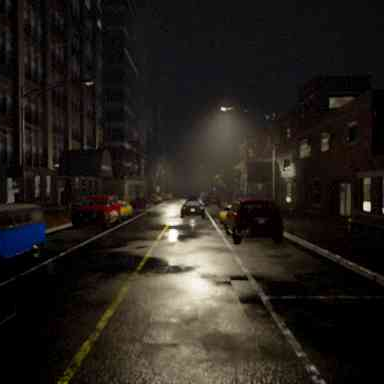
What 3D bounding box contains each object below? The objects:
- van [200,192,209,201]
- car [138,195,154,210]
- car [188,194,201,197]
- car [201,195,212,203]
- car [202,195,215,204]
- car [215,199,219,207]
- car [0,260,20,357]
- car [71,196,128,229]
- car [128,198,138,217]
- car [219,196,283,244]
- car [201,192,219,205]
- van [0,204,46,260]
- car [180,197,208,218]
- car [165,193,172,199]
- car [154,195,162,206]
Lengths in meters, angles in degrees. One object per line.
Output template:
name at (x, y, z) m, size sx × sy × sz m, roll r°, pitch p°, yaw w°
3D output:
van at (2.573, 0.844, 70.397) m, size 1.690 × 1.788 × 3.998 m, roll -1°, pitch 0°, yaw 0°
car at (-5.756, 1.283, 37.191) m, size 1.887 × 1.381 × 4.507 m, roll -1°, pitch 0°, yaw 0°
car at (0.037, 1.209, 44.727) m, size 1.812 × 1.442 × 4.674 m, roll 0°, pitch 1°, yaw 0°
car at (2.593, 1.163, 59.330) m, size 1.802 × 1.307 × 4.206 m, roll -1°, pitch 0°, yaw 0°
car at (2.600, 1.186, 53.796) m, size 1.947 × 1.339 × 4.313 m, roll -1°, pitch 0°, yaw 0°
car at (2.648, 1.378, 20.759) m, size 1.752 × 1.417 × 4.829 m, roll -1°, pitch 0°, yaw 0°
car at (-3.100, 1.587, 1.970) m, size 1.895 × 1.301 × 4.718 m, roll 0°, pitch 0°, yaw 0°
car at (-5.735, 1.171, 20.586) m, size 2.192 × 1.841 × 5.009 m, roll -1°, pitch 0°, yaw 0°
car at (-5.740, 1.343, 25.952) m, size 1.752 × 1.417 × 4.829 m, roll -1°, pitch 0°, yaw 0°
car at (2.652, 1.208, 15.053) m, size 2.192 × 1.841 × 5.009 m, roll -1°, pitch 0°, yaw 0°
car at (2.612, 1.013, 42.726) m, size 2.192 × 1.841 × 5.009 m, roll -1°, pitch 0°, yaw 0°
van at (-5.719, 1.275, 9.517) m, size 1.690 × 1.788 × 3.998 m, roll -1°, pitch 0°, yaw 0°
car at (0.059, 1.367, 27.697) m, size 1.994 × 1.385 × 4.181 m, roll 0°, pitch 0°, yaw 0°
car at (-5.822, 0.867, 81.469) m, size 1.967 × 1.590 × 4.097 m, roll -1°, pitch 0°, yaw 0°
car at (-5.772, 1.187, 48.091) m, size 1.752 × 1.417 × 4.829 m, roll -1°, pitch 0°, yaw 0°
